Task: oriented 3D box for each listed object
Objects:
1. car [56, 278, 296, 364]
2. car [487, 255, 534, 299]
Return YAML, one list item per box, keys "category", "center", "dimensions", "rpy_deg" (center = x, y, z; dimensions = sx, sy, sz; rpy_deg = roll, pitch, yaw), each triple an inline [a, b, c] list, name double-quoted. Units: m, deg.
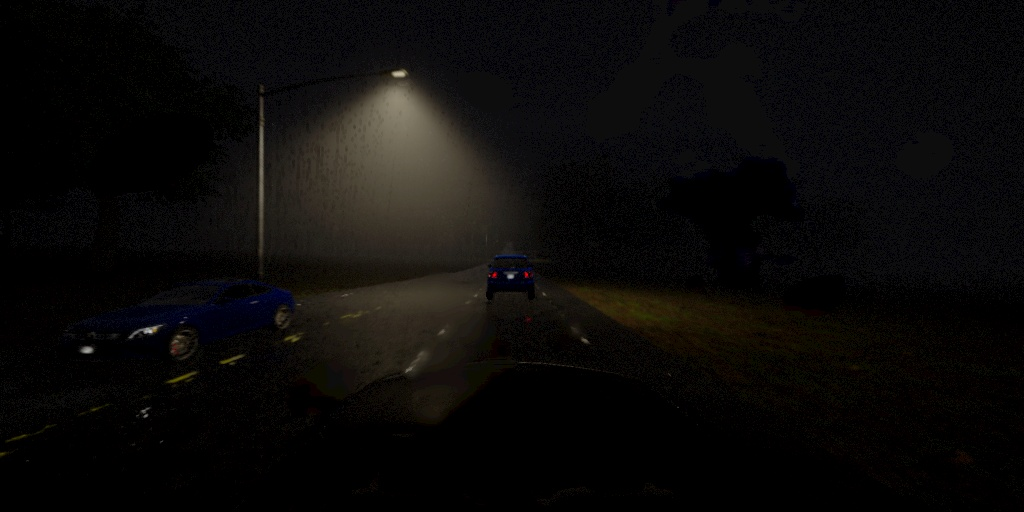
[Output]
- category: "car"
  center: [-6.960, 1.271, 8.222]
  dimensions: [1.812, 1.442, 4.674]
  rpy_deg: [0, 0, 1]
- category: "car"
  center: [-0.068, 0.977, 18.181]
  dimensions: [2.150, 2.045, 5.566]
  rpy_deg: [0, 0, 0]
